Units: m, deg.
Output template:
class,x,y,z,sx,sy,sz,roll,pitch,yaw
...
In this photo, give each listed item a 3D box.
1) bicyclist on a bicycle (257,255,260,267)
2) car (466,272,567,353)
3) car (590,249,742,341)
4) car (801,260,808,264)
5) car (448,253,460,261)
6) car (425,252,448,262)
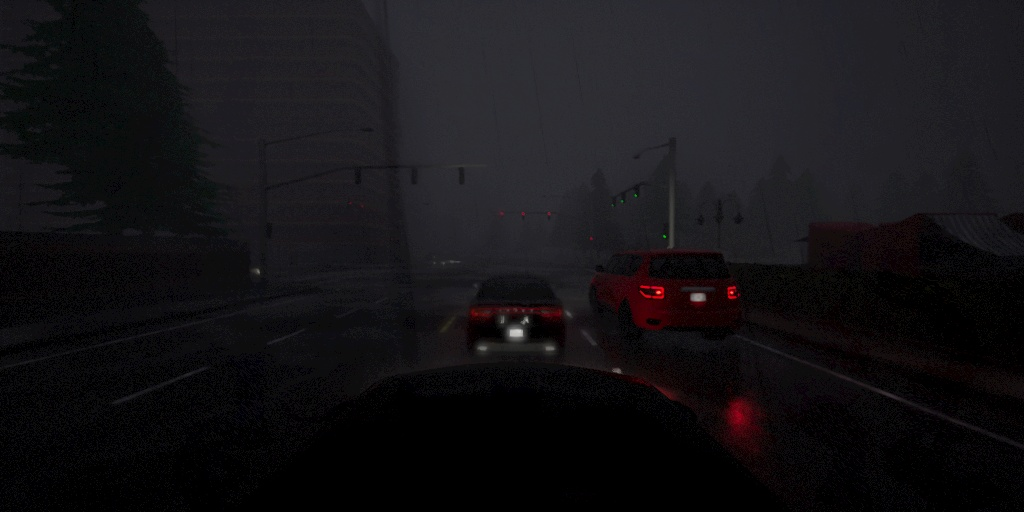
class,x,y,z,sx,sy,sz,roll,pitch,yaw
bicyclist on a bicycle,-28.590,0.390,40.978,0.582,1.620,1.656,0,1,1
car,0.087,1.105,8.507,1.882,1.535,5.008,0,1,0
car,3.597,0.831,9.518,2.150,2.045,5.566,0,1,1
car,31.497,0.680,35.564,5.008,1.535,1.882,0,1,1
car,-10.724,0.197,63.414,1.994,1.385,4.181,-1,1,-34
car,-13.022,0.038,60.497,2.097,1.767,4.553,-1,1,-33
